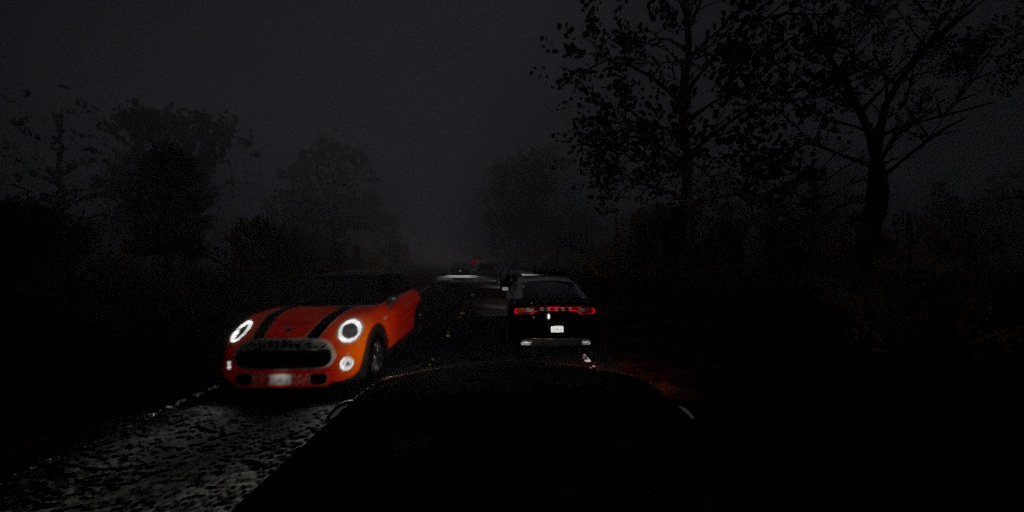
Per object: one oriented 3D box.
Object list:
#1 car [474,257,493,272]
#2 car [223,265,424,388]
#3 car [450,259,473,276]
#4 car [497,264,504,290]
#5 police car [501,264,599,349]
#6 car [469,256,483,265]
[{"bbox_3d":[-3.575,1.223,47.102,1.882,1.535,5.008,0,0,-9],"label":"car"},{"bbox_3d":[-3.231,1.102,7.162,2.097,1.767,4.553,0,0,-1],"label":"car"},{"bbox_3d":[-5.466,1.312,38.042,1.994,1.385,4.181,0,0,-7],"label":"car"},{"bbox_3d":[0.315,1.275,19.295,1.812,1.442,4.674,0,0,-4],"label":"car"},{"bbox_3d":[0.775,1.175,9.337,1.930,1.638,5.238,0,0,-2],"label":"police car"},{"bbox_3d":[-5.986,0.965,60.660,2.150,2.045,5.566,0,0,-12],"label":"car"}]
